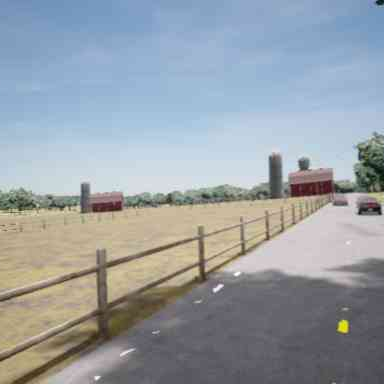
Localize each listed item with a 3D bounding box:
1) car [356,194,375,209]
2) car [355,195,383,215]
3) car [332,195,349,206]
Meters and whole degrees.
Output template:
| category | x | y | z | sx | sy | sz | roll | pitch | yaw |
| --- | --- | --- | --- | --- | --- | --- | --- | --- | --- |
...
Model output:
| category | x | y | z | sx | sy | sz | roll | pitch | yaw |
| --- | --- | --- | --- | --- | --- | --- | --- | --- | --- |
| car | 20.318 | 1.076 | 39.111 | 1.812 | 1.442 | 4.674 | -2 | 0 | 26 |
| car | 15.795 | 1.186 | 29.698 | 1.837 | 1.490 | 4.892 | -2 | 0 | 26 |
| car | 19.766 | 1.094 | 44.390 | 1.812 | 1.442 | 4.674 | -2 | 0 | 26 |
